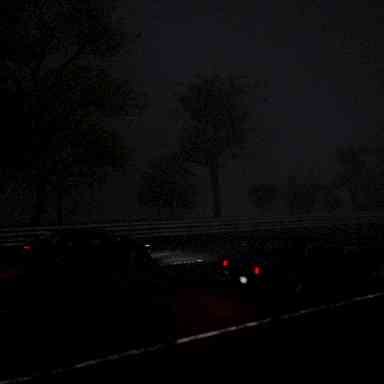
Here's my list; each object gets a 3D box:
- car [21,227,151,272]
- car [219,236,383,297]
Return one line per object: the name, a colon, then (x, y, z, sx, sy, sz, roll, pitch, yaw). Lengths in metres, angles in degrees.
car: (-4.074, 2.168, 13.290, 4.892, 1.490, 1.837, 0, -3, -28)
car: (3.213, 1.886, 9.302, 4.718, 1.301, 1.895, 0, -3, -28)
